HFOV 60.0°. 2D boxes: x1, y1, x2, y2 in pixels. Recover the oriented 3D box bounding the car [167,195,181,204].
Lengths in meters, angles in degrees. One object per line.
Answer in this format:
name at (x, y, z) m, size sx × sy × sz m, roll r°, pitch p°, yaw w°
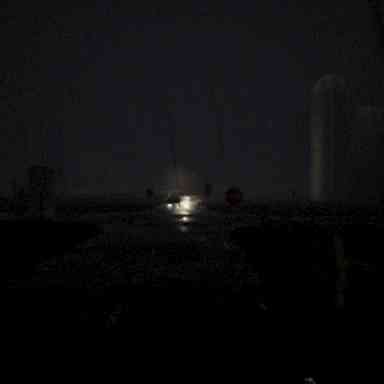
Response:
car at (-2.768, 1.187, 51.016) m, size 1.994 × 1.385 × 4.181 m, roll 0°, pitch 1°, yaw 0°
